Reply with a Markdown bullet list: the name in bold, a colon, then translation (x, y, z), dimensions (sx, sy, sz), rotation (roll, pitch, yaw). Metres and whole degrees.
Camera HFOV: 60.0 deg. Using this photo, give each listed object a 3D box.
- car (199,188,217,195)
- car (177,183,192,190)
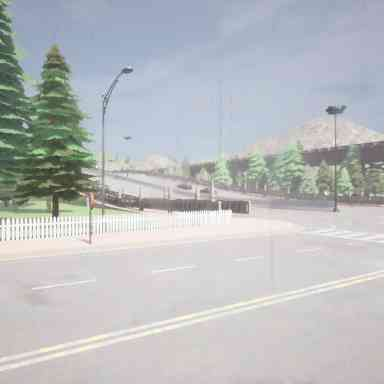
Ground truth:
- **car**: translation (3.467, -0.204, 70.502), dimensions (1.812, 1.442, 4.674), rotation (0, 7, -34)
- **car**: translation (-1.795, -1.376, 78.239), dimensions (2.128, 1.511, 4.902), rotation (0, 7, -34)
